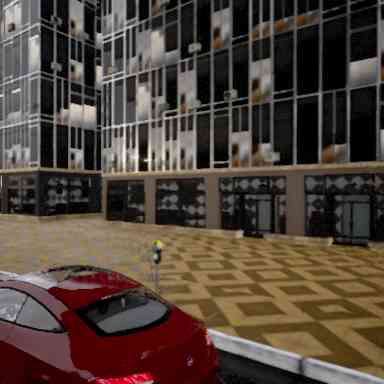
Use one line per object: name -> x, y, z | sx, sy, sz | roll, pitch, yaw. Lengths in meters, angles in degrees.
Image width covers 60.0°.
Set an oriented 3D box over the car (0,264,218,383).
car -> -1.680, 1.582, 4.070 | 4.206, 1.307, 1.802 | 0, 0, 35
